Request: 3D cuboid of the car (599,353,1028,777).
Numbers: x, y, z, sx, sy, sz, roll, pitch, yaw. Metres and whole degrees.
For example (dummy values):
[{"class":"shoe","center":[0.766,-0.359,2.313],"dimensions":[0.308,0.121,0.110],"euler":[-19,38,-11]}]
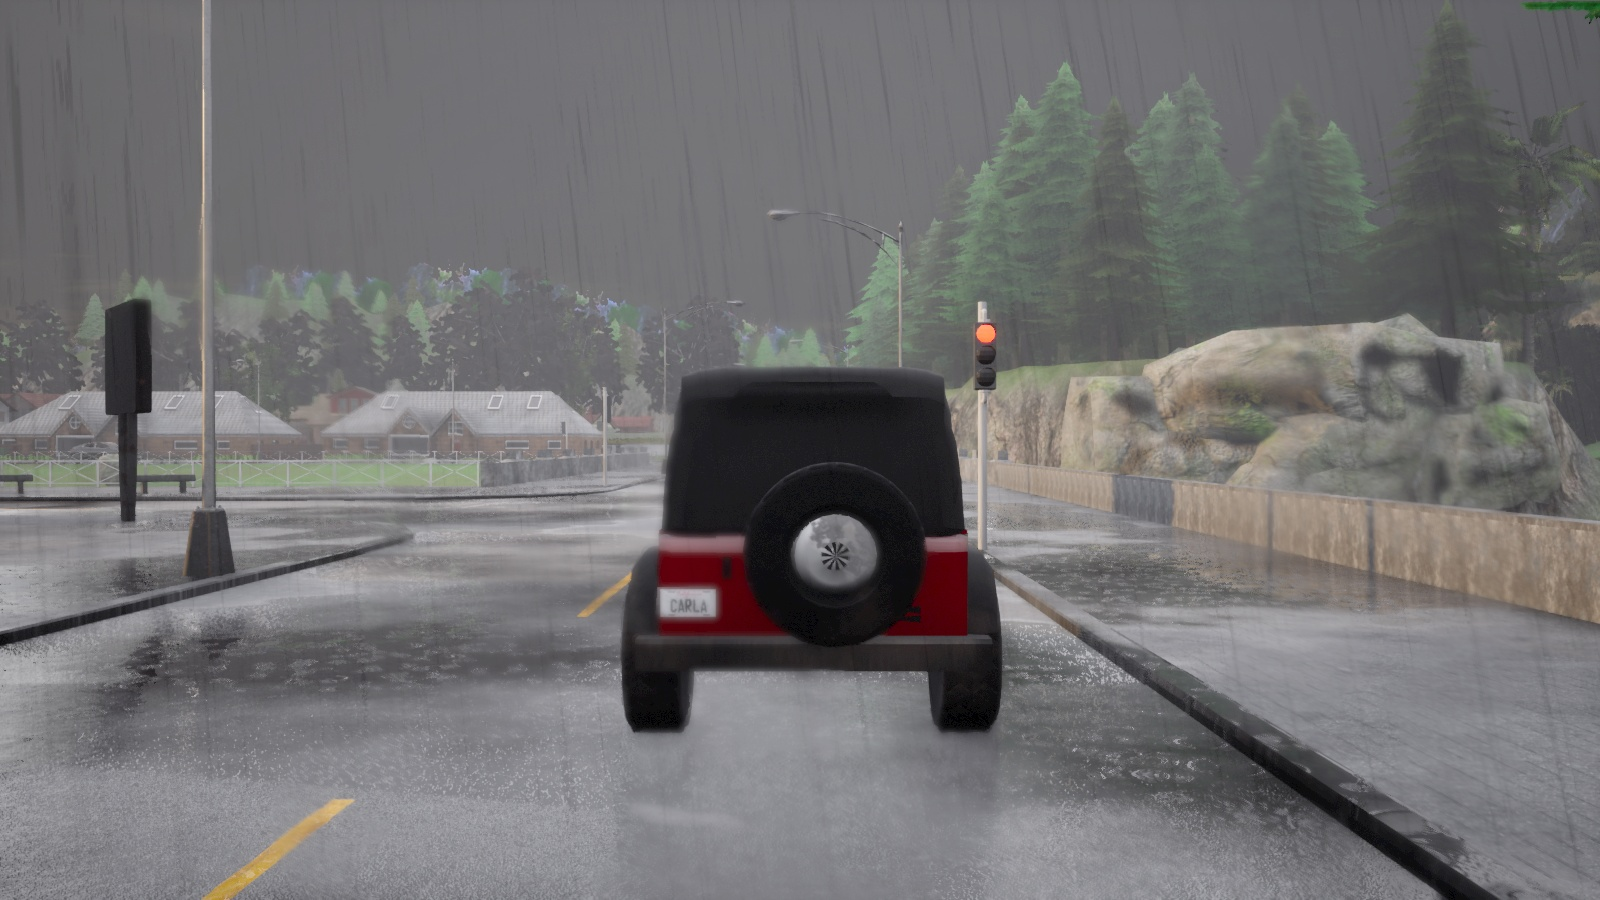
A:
[{"class":"car","center":[0.062,0.500,7.508],"dimensions":[1.905,1.878,3.866],"euler":[0,0,0]}]
